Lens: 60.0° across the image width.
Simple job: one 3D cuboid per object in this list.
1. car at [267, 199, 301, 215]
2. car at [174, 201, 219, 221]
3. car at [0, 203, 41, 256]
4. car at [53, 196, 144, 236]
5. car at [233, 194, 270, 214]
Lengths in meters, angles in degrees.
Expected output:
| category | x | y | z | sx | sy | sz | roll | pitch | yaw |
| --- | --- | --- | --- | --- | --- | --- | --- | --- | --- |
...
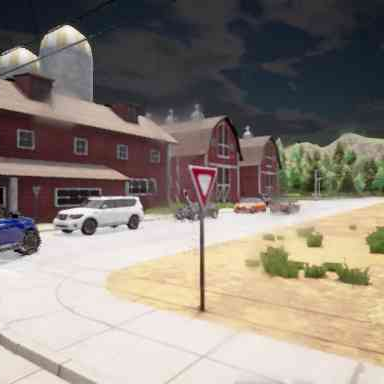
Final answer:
| category | x | y | z | sx | sy | sz | roll | pitch | yaw |
| --- | --- | --- | --- | --- | --- | --- | --- | --- | --- |
| car | 9.924 | 1.648 | 35.030 | 1.895 | 1.301 | 4.718 | 0 | 0 | 35 |
| car | 0.450 | 1.573 | 27.816 | 1.837 | 1.490 | 4.892 | 0 | 0 | 35 |
| car | -6.917 | 1.268 | 10.254 | 2.150 | 2.045 | 5.566 | -2 | 0 | 1 |
| car | -5.244 | 1.289 | 19.593 | 2.150 | 2.045 | 5.566 | 0 | 0 | 35 |
| car | 6.319 | 1.421 | 36.277 | 2.097 | 1.767 | 4.553 | 0 | 0 | 35 |
